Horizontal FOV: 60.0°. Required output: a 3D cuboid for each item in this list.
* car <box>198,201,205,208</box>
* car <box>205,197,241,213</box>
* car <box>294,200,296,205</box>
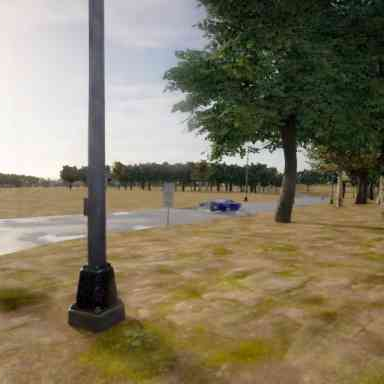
[{"bbox_3d":[2.911,1.399,42.633,2.033,1.411,5.357,3,1,32],"label":"car"},{"bbox_3d":[3.817,1.470,37.223,1.882,1.535,5.008,3,1,33],"label":"car"},{"bbox_3d":[17.023,1.608,58.837,1.994,1.385,4.181,3,1,30],"label":"car"}]
